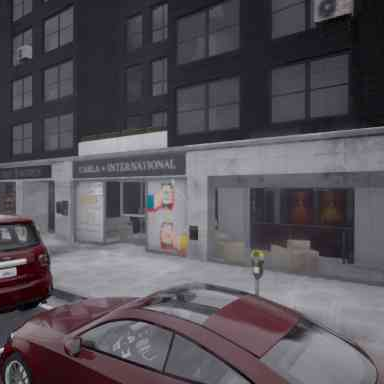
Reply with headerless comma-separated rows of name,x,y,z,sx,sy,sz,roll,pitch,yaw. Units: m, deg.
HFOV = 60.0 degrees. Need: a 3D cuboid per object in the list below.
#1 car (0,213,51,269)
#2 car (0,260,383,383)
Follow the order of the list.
car,-4.752,1.314,6.448,5.009,1.841,2.192,0,0,35
car,-0.137,1.582,3.170,4.206,1.307,1.802,0,0,35
